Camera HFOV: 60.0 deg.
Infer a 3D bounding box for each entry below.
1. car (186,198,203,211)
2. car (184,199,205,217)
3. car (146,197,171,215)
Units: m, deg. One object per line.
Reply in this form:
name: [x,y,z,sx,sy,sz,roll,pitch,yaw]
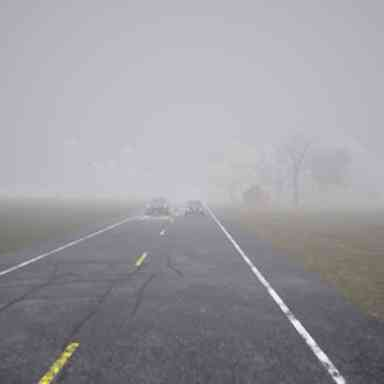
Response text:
car: [0.329,1.523,41.258,1.994,1.385,4.181,0,0,1]
car: [0.261,1.516,31.071,2.033,1.411,5.357,0,0,1]
car: [-3.255,1.310,33.118,2.097,1.767,4.553,0,0,0]
